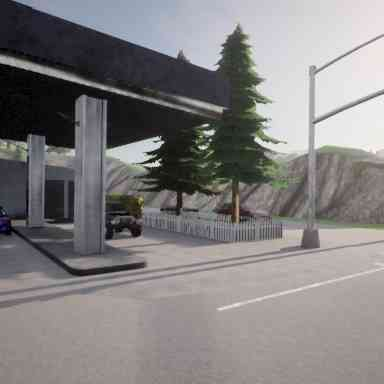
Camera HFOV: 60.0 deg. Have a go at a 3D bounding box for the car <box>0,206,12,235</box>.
[{"bbox_3d":[-11.494,1.523,18.591,2.242,1.667,4.611,1,0,-36],"label":"car"}]

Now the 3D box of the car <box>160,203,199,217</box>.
[{"bbox_3d":[-1.244,1.791,33.007,1.895,1.301,4.718,1,0,-35],"label":"car"}]

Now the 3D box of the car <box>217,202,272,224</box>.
[{"bbox_3d":[3.940,1.602,25.527,2.097,1.767,4.553,1,0,-35],"label":"car"}]

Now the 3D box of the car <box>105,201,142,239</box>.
[{"bbox_3d":[-4.365,1.448,18.327,1.905,1.878,3.866,1,0,-36],"label":"car"}]
